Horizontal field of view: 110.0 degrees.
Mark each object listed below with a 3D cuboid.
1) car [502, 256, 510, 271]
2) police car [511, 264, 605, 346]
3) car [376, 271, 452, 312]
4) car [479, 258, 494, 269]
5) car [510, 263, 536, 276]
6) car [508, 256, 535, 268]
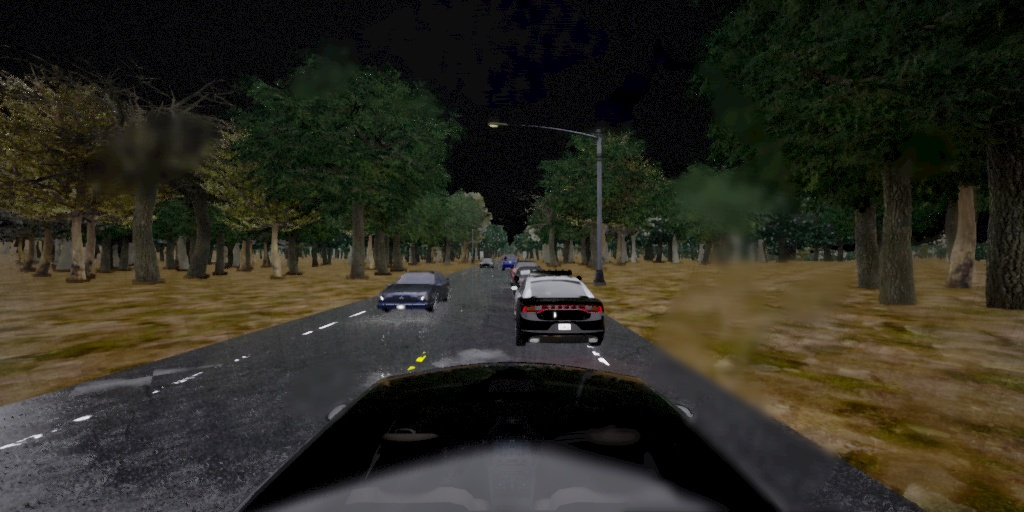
[{"bbox_3d":[-0.206,0.950,49.465,2.150,2.045,5.566,0,0,0],"label":"car"},{"bbox_3d":[1.013,1.178,9.575,1.930,1.638,5.238,0,0,0],"label":"police car"},{"bbox_3d":[-3.661,1.300,14.445,2.033,1.411,5.357,0,0,0],"label":"car"},{"bbox_3d":[-3.854,1.070,55.665,2.097,1.767,4.553,0,0,0],"label":"car"},{"bbox_3d":[0.965,1.278,19.468,1.812,1.442,4.674,0,0,0],"label":"car"},{"bbox_3d":[0.935,1.100,25.439,2.097,1.767,4.553,0,0,0],"label":"car"}]
